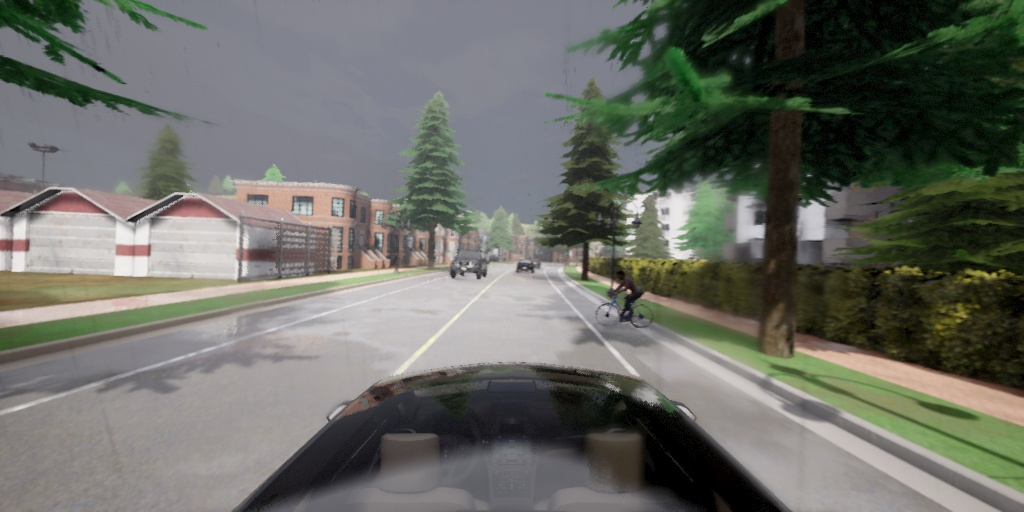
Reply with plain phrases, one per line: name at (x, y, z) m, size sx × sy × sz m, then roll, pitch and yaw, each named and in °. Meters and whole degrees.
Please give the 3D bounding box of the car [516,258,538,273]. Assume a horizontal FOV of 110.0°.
car at (1.584, 1.081, 40.222) m, size 1.882 × 1.535 × 5.008 m, roll 2°, pitch 0°, yaw 6°

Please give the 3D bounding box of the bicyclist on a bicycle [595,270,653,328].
bicyclist on a bicycle at (3.208, 1.239, 10.189) m, size 1.656 × 1.620 × 0.582 m, roll 3°, pitch 0°, yaw 0°

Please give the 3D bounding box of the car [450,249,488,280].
car at (-3.129, 0.510, 27.230) m, size 2.150 × 2.045 × 5.566 m, roll 2°, pitch 0°, yaw 3°

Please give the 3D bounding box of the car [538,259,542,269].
car at (3.333, 1.094, 53.720) m, size 2.128 × 1.511 × 4.902 m, roll 2°, pitch 0°, yaw 8°
